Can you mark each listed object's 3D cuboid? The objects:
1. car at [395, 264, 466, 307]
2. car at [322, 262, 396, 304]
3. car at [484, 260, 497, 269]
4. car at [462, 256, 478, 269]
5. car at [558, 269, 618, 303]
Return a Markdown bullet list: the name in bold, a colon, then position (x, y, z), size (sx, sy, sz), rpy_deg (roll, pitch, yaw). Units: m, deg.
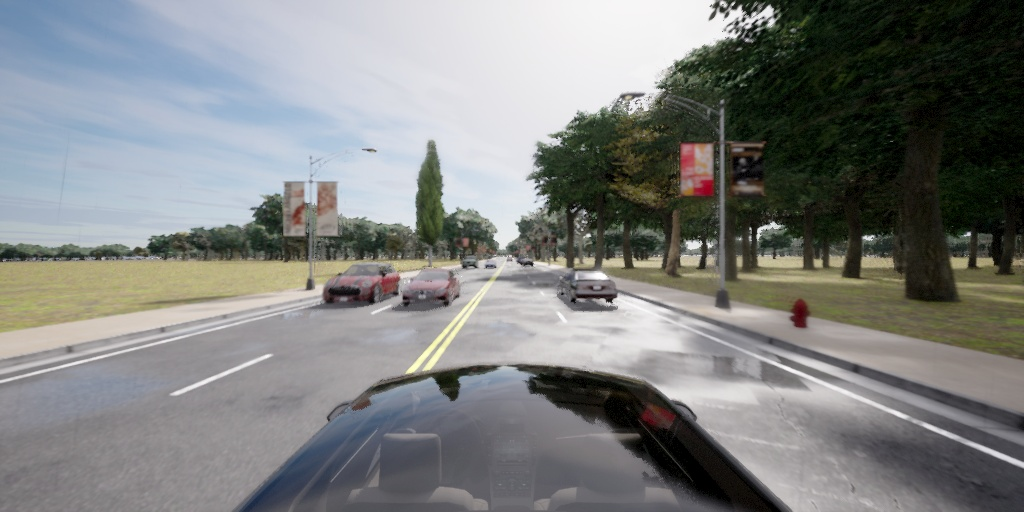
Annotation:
- **car**: position (-3.355, 1.275, 15.726), size (1.812, 1.442, 4.674), rpy_deg (0, 0, 0)
- **car**: position (-6.606, 1.102, 16.292), size (2.097, 1.767, 4.553), rpy_deg (0, 0, 0)
- **car**: position (-3.427, 1.324, 57.891), size (2.033, 1.411, 5.357), rpy_deg (0, 0, 0)
- **car**: position (-6.684, 0.998, 57.900), size (2.150, 2.045, 5.566), rpy_deg (0, 0, 0)
- **car**: position (3.345, 1.296, 16.596), size (2.033, 1.411, 5.357), rpy_deg (0, 0, 0)
